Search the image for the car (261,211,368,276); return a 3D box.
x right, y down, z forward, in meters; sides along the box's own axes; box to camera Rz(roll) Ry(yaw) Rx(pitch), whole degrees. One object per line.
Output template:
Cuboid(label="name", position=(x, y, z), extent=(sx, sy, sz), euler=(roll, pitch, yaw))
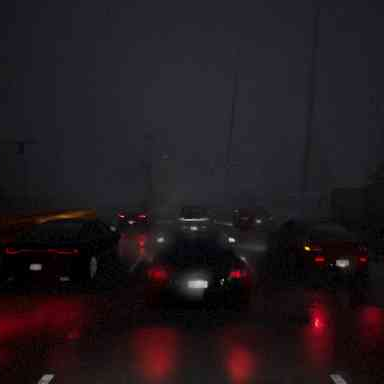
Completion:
Cuboid(label="car", position=(3.598, 1.525, 10.247), extent=(1.812, 1.442, 4.674), euler=(0, 0, 0))

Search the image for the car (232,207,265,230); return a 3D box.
Cuboid(label="car", position=(3.598, 1.563, 19.938), extent=(1.994, 1.385, 4.181), euler=(0, 0, 0))

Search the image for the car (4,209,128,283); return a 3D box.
Cuboid(label="car", position=(-3.400, 1.477, 9.721), extent=(1.882, 1.535, 5.008), euler=(0, 0, 0))

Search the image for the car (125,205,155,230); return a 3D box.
Cuboid(label="car", position=(-3.419, 1.525, 20.950), extent=(1.812, 1.442, 4.674), euler=(0, 0, 0))

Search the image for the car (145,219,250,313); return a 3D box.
Cuboid(label="car", position=(0.100, 1.564, 7.748), extent=(1.994, 1.385, 4.181), euler=(0, 0, 0))

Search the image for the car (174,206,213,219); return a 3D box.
Cuboid(label="car", position=(0.099, 1.491, 17.697), extent=(2.128, 1.511, 4.902), euler=(0, 0, 0))
